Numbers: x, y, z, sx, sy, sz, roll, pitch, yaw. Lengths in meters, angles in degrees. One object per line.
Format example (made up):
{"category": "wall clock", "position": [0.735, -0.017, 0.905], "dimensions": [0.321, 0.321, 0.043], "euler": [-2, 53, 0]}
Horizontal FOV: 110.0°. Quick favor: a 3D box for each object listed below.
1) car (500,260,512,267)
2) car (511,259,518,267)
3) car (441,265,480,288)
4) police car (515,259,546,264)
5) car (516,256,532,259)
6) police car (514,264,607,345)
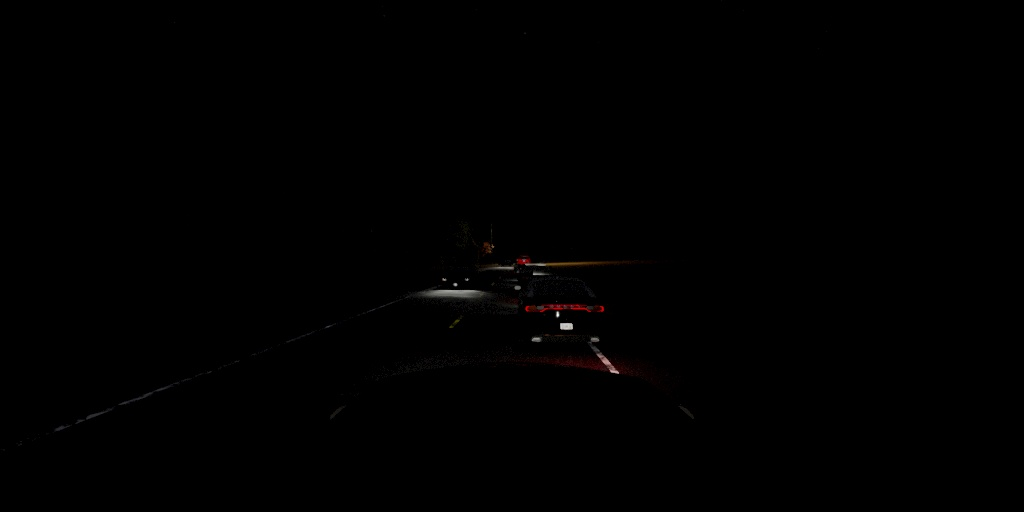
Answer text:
{"category": "car", "position": [-0.997, 1.332, 65.420], "dimensions": [1.895, 1.301, 4.718], "euler": [0, 0, 5]}
{"category": "car", "position": [1.308, 1.344, 46.810], "dimensions": [1.895, 1.301, 4.718], "euler": [0, 0, 4]}
{"category": "car", "position": [-3.261, 1.298, 23.767], "dimensions": [2.033, 1.411, 5.357], "euler": [0, 0, 2]}
{"category": "police car", "position": [1.272, 1.176, 19.588], "dimensions": [1.930, 1.638, 5.238], "euler": [0, 0, 1]}
{"category": "car", "position": [2.099, 0.956, 59.935], "dimensions": [2.150, 2.045, 5.566], "euler": [0, 0, 4]}
{"category": "police car", "position": [1.099, 1.175, 9.623], "dimensions": [1.930, 1.638, 5.238], "euler": [0, 0, 1]}
